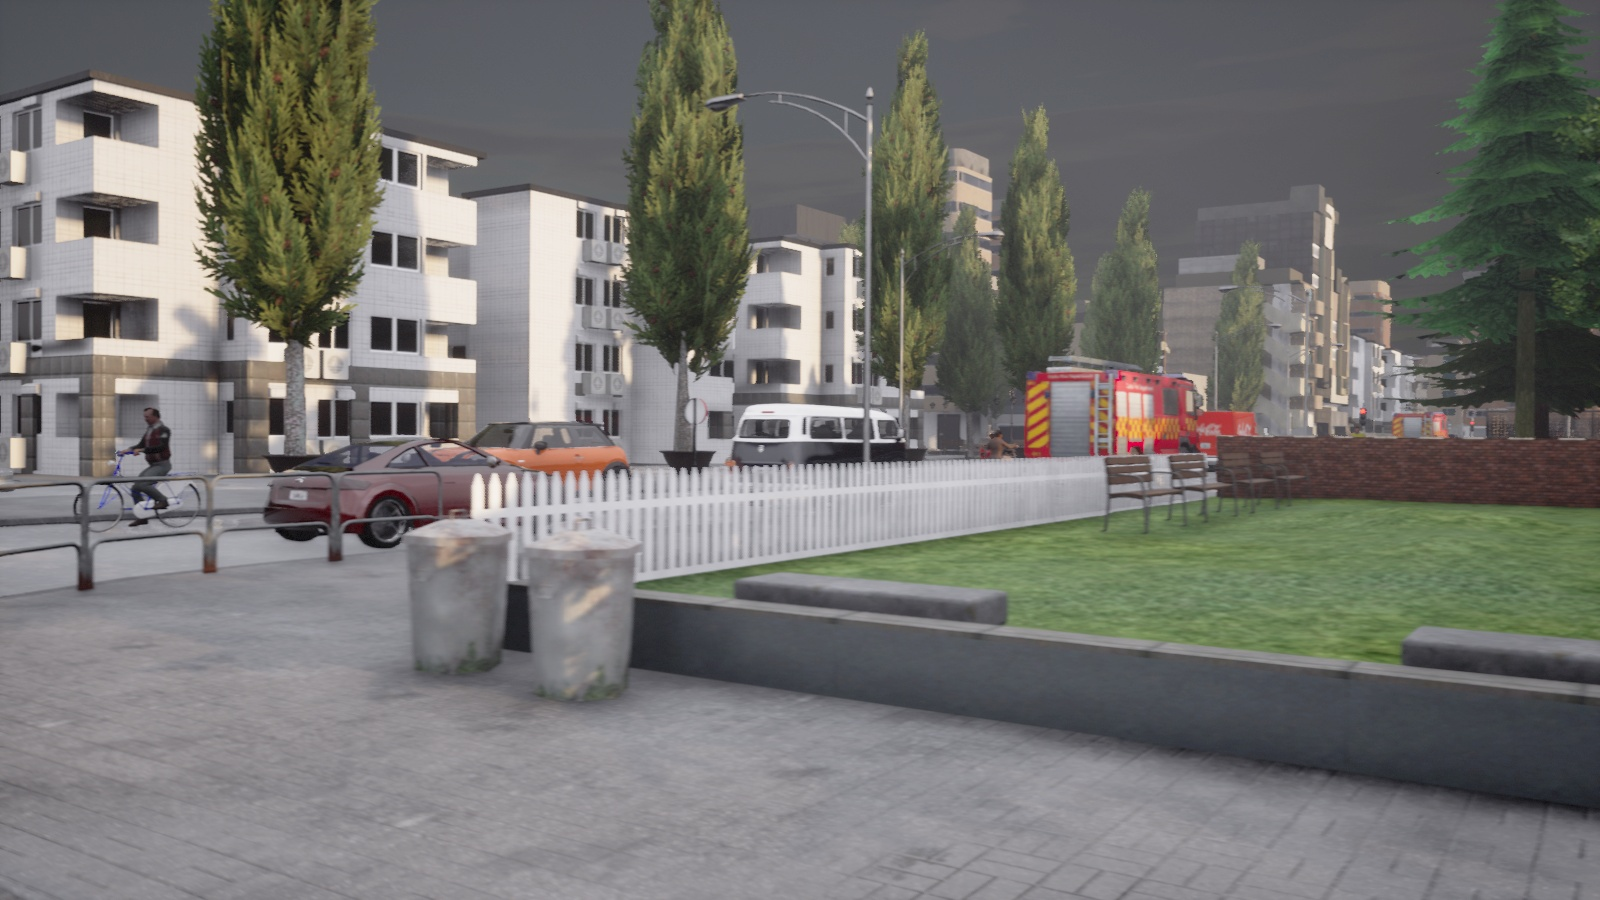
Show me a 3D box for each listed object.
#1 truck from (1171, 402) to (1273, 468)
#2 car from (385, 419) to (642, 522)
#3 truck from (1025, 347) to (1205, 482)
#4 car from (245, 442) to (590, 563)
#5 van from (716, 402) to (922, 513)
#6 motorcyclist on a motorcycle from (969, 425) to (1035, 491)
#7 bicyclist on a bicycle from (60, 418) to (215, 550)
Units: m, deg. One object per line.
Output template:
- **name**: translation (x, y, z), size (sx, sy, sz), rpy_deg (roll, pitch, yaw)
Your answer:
- **truck**: translation (16.845, -0.590, 49.941), size (2.627, 2.467, 5.204), rpy_deg (0, 1, 33)
- **car**: translation (-5.321, 0.311, 23.938), size (2.097, 1.767, 4.553), rpy_deg (0, 1, 34)
- **truck**: translation (10.257, -1.073, 40.078), size (2.891, 3.827, 8.468), rpy_deg (0, 1, 34)
- **car**: translation (-5.053, 0.607, 17.140), size (1.994, 1.385, 4.181), rpy_deg (0, 1, 33)
- **van**: translation (0.493, 0.103, 25.445), size (2.069, 2.038, 4.480), rpy_deg (0, 1, 34)
- **motorcyclist on a motorcycle**: translation (5.270, 0.189, 32.604), size (0.766, 1.649, 2.350), rpy_deg (0, 1, 34)
- **bicyclist on a bicycle**: translation (-9.367, 0.443, 17.830), size (0.659, 1.776, 1.843), rpy_deg (0, 1, 33)
